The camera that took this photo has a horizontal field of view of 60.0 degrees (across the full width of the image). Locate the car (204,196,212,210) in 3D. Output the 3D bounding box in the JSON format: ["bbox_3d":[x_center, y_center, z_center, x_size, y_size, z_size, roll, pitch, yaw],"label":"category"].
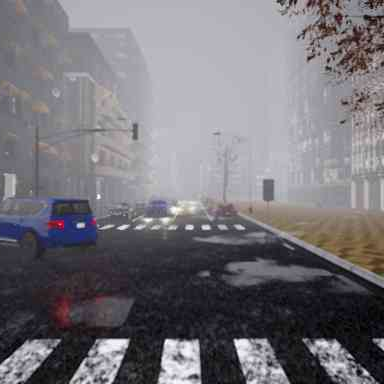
[{"bbox_3d":[2.688,1.450,38.728,1.752,1.417,4.829,0,0,0],"label":"car"}]

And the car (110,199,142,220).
[{"bbox_3d":[-5.691,1.493,27.492,2.008,1.369,4.403,0,0,0],"label":"car"}]

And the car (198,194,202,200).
[{"bbox_3d":[2.685,1.415,66.391,1.752,1.417,4.829,0,0,0],"label":"car"}]

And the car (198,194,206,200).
[{"bbox_3d":[2.683,1.314,88.351,1.967,1.590,4.097,0,0,0],"label":"car"}]

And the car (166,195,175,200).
[{"bbox_3d":[-5.698,1.425,88.351,2.008,1.369,4.403,0,0,0],"label":"car"}]

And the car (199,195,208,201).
[{"bbox_3d":[2.684,1.425,77.287,1.887,1.381,4.507,0,0,0],"label":"car"}]

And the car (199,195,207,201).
[{"bbox_3d":[2.684,1.428,82.819,2.008,1.369,4.403,0,0,0],"label":"car"}]

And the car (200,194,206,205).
[{"bbox_3d":[2.686,1.485,55.155,1.802,1.307,4.206,0,0,0],"label":"car"}]

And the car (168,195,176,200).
[{"bbox_3d":[-5.698,1.423,93.883,2.008,1.369,4.403,0,0,0],"label":"car"}]

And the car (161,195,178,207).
[{"bbox_3d":[-3.079,1.403,49.568,2.128,1.511,4.902,0,0,0],"label":"car"}]

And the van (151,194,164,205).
[{"bbox_3d":[-5.694,1.244,55.155,1.690,1.788,3.998,0,0,0],"label":"van"}]

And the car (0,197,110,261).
[{"bbox_3d":[-5.984,1.190,12.424,5.566,2.045,2.150,0,-1,31],"label":"car"}]

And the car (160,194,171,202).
[{"bbox_3d":[-5.696,1.325,71.753,1.967,1.590,4.097,0,0,0],"label":"car"}]

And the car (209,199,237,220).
[{"bbox_3d":[2.689,1.487,27.492,1.887,1.381,4.507,0,0,0],"label":"car"}]

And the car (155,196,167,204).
[{"bbox_3d":[-5.694,1.478,60.687,1.802,1.307,4.206,0,0,0],"label":"car"}]

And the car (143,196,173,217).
[{"bbox_3d":[-3.101,1.413,31.227,1.882,1.535,5.008,0,0,0],"label":"car"}]

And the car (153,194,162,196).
[{"bbox_3d":[-5.693,1.350,49.622,1.967,1.590,4.097,0,0,0],"label":"car"}]
